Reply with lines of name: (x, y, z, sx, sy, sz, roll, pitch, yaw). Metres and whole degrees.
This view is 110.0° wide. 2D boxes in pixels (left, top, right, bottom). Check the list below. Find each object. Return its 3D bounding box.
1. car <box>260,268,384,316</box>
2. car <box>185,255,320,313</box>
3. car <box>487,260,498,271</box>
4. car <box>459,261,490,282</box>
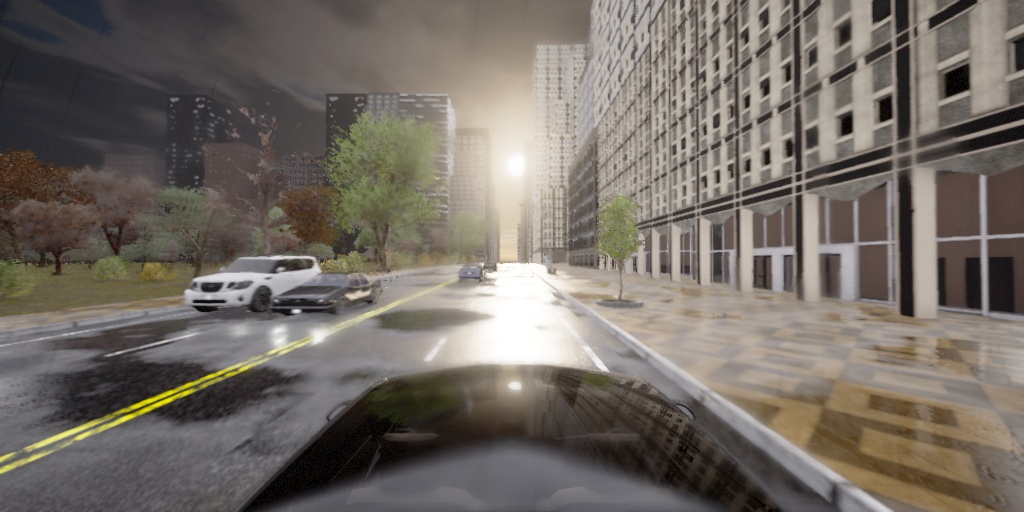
car: (-6.592, 1.313, 13.621, 2.033, 1.411, 5.357, 0, 0, 0)
car: (-9.839, 0.987, 14.399, 2.150, 2.045, 5.566, 0, 0, 0)
car: (-3.161, 1.397, 53.226, 2.128, 1.511, 4.902, 0, 0, 0)
car: (-3.156, 1.353, 29.185, 2.033, 1.411, 5.357, 0, 0, 0)
